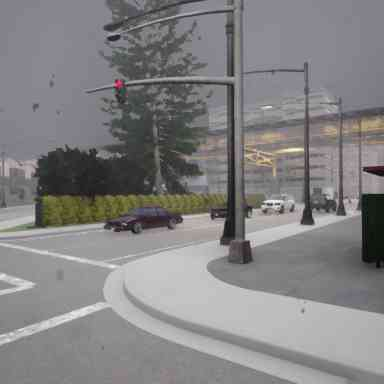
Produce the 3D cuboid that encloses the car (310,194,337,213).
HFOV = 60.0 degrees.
[{"bbox_3d":[14.936,1.246,38.089,2.150,2.045,5.566,-1,0,35],"label":"car"}]

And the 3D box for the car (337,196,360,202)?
[{"bbox_3d":[31.989,1.363,67.981,4.536,1.218,1.853,0,0,-29],"label":"car"}]

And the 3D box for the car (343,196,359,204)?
[{"bbox_3d":[31.946,1.520,67.954,4.974,1.542,2.038,0,0,-29],"label":"car"}]

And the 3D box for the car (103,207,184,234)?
[{"bbox_3d":[-2.697,1.601,20.031,2.033,1.411,5.357,-1,0,36],"label":"car"}]

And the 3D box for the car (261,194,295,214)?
[{"bbox_3d":[9.729,1.280,37.140,2.150,2.045,5.566,-1,0,36],"label":"car"}]

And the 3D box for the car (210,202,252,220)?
[{"bbox_3d":[3.425,1.534,28.477,1.882,1.535,5.008,-1,0,36],"label":"car"}]
